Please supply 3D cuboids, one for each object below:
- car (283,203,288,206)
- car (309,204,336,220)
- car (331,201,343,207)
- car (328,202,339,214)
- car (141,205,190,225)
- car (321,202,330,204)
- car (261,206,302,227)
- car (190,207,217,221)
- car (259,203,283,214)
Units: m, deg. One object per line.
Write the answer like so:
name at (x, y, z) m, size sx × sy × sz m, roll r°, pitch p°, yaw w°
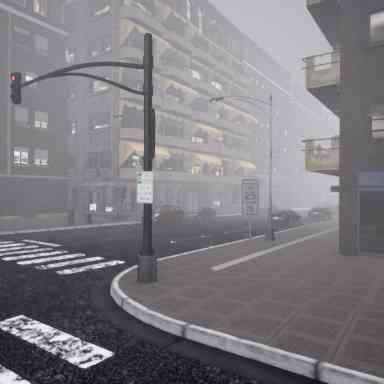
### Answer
car at (13.708, 2.404, 50.692) m, size 1.752 × 1.417 × 4.829 m, roll -1°, pitch -1°, yaw 35°
car at (14.164, 2.296, 36.767) m, size 1.947 × 1.339 × 4.313 m, roll -1°, pitch -2°, yaw 35°
car at (36.428, 3.022, 83.483) m, size 1.967 × 1.590 × 4.097 m, roll -1°, pitch -1°, yaw 35°
car at (20.732, 2.458, 46.231) m, size 1.752 × 1.417 × 4.829 m, roll -1°, pitch -2°, yaw 35°
car at (-2.372, 1.821, 27.527) m, size 1.967 × 1.590 × 4.097 m, roll -1°, pitch -1°, yaw 35°
car at (19.502, 2.546, 48.921) m, size 1.895 × 1.301 × 4.718 m, roll 0°, pitch -1°, yaw 35°
car at (7.692, 2.095, 27.444) m, size 1.947 × 1.339 × 4.313 m, roll -1°, pitch -2°, yaw 35°
car at (0.863, 2.063, 32.185) m, size 1.802 × 1.307 × 4.206 m, roll -1°, pitch -1°, yaw 35°
car at (10.569, 2.327, 46.170) m, size 1.887 × 1.381 × 4.507 m, roll -1°, pitch -1°, yaw 35°
